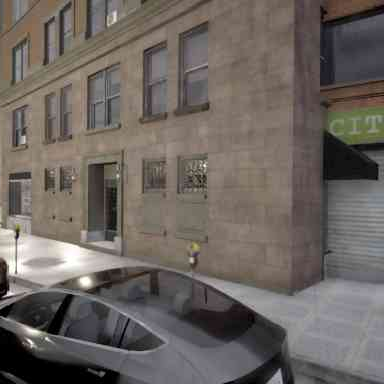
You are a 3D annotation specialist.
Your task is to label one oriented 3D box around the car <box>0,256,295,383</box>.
[{"bbox_3d":[-1.047,1.565,3.818,4.313,1.339,1.947,0,1,35],"label":"car"}]
